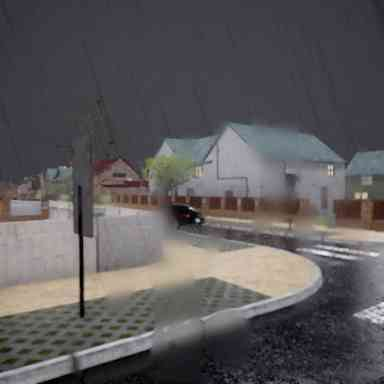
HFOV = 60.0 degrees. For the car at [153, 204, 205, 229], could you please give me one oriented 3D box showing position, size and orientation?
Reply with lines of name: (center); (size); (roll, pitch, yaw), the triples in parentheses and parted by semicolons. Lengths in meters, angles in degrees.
car: (-1.060, 1.478, 21.243); (1.812, 1.442, 4.674); (-1, 1, -37)
